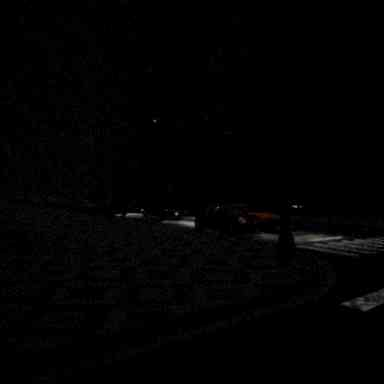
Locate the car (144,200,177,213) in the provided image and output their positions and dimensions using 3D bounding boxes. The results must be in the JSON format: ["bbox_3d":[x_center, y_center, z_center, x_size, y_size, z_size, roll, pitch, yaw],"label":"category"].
[{"bbox_3d":[-3.944,1.709,40.548,1.752,1.417,4.829,2,-1,-36],"label":"car"}]

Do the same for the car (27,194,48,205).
[{"bbox_3d":[-26.656,1.481,57.620,1.752,1.417,4.829,2,-1,-36],"label":"car"}]

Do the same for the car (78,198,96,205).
[{"bbox_3d":[-19.823,1.756,62.712,1.947,1.339,4.313,2,-1,-36],"label":"car"}]

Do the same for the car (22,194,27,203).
[{"bbox_3d":[-29.949,1.396,62.220,1.967,1.590,4.097,2,-1,-36],"label":"car"}]

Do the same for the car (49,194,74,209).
[{"bbox_3d":[-17.166,1.396,44.375,1.967,1.590,4.097,2,-1,-36],"label":"car"}]

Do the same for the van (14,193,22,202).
[{"bbox_3d":[-36.339,1.296,71.144,1.690,1.788,3.998,2,-1,-36],"label":"van"}]

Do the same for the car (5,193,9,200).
[{"bbox_3d":[-42.730,1.269,80.066,2.192,1.841,5.009,2,-1,-36],"label":"car"}]

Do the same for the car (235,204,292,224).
[{"bbox_3d":[5.740,1.740,27.029,1.947,1.339,4.313,2,-1,-36],"label":"car"}]

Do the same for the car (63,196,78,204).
[{"bbox_3d":[-26.311,1.715,71.771,1.752,1.417,4.829,2,-1,-36],"label":"car"}]

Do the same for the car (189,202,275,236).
[{"bbox_3d":[1.992,1.377,17.635,1.967,1.590,4.097,2,-1,-37],"label":"car"}]

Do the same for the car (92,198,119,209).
[{"bbox_3d":[-12.511,1.663,47.863,2.033,1.411,5.357,2,-1,-35],"label":"car"}]

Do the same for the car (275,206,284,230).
[{"bbox_3d":[3.197,1.489,20.518,1.882,1.535,5.008,2,-1,-36],"label":"car"}]

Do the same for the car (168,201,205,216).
[{"bbox_3d":[-0.650,1.747,35.949,1.947,1.339,4.313,2,-1,-36],"label":"car"}]

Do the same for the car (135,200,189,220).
[{"bbox_3d":[-2.642,1.508,28.673,2.128,1.511,4.902,2,-1,-36],"label":"car"}]

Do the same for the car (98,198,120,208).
[{"bbox_3d":[-13.432,1.741,53.791,2.008,1.369,4.403,2,-1,-36],"label":"car"}]

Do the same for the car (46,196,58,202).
[{"bbox_3d":[-35.897,1.713,85.152,1.752,1.417,4.829,2,-1,-36],"label":"car"}]

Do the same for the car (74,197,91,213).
[{"bbox_3d":[-10.677,1.475,35.313,1.752,1.417,4.829,2,-1,-36],"label":"car"}]

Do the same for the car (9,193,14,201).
[{"bbox_3d":[-39.537,1.395,75.603,1.967,1.590,4.097,2,-1,-36],"label":"car"}]

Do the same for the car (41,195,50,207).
[{"bbox_3d":[-20.365,1.538,48.834,1.802,1.307,4.206,2,-1,-36],"label":"car"}]

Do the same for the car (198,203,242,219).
[{"bbox_3d":[2.545,1.759,31.489,1.802,1.307,4.206,2,-1,-36],"label":"car"}]

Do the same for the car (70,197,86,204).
[{"bbox_3d":[-23.018,1.756,67.172,1.947,1.339,4.313,2,-1,-36],"label":"car"}]

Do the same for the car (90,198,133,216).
[{"bbox_3d":[-7.580,1.491,30.990,1.887,1.381,4.507,2,-1,-36],"label":"car"}]

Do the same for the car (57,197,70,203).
[{"bbox_3d":[-29.409,1.771,76.092,1.802,1.307,4.206,2,-1,-36],"label":"car"}]

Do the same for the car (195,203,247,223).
[{"bbox_3d":[2.316,1.666,27.226,1.994,1.385,4.181,2,-1,-36],"label":"car"}]
